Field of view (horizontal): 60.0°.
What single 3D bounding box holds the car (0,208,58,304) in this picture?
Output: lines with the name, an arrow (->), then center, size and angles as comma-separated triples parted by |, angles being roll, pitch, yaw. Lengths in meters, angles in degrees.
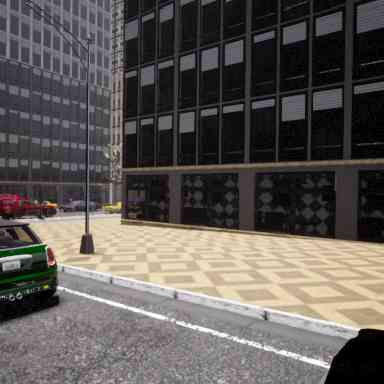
car -> -4.984, 1.348, 7.248 | 4.553, 1.767, 2.097 | 0, 0, 36

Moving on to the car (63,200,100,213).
car -> -13.785, 1.744, 41.375 | 2.033, 1.411, 5.357 | 1, 0, 37

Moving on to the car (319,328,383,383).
car -> 3.014, 1.601, 1.529 | 4.718, 1.301, 1.895 | 0, 0, 36

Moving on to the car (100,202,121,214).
car -> -8.098, 1.830, 39.337 | 1.752, 1.417, 4.829 | 1, 0, 37

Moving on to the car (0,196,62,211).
car -> -14.912, 1.519, 30.138 | 2.192, 1.841, 5.009 | 1, 0, 37
